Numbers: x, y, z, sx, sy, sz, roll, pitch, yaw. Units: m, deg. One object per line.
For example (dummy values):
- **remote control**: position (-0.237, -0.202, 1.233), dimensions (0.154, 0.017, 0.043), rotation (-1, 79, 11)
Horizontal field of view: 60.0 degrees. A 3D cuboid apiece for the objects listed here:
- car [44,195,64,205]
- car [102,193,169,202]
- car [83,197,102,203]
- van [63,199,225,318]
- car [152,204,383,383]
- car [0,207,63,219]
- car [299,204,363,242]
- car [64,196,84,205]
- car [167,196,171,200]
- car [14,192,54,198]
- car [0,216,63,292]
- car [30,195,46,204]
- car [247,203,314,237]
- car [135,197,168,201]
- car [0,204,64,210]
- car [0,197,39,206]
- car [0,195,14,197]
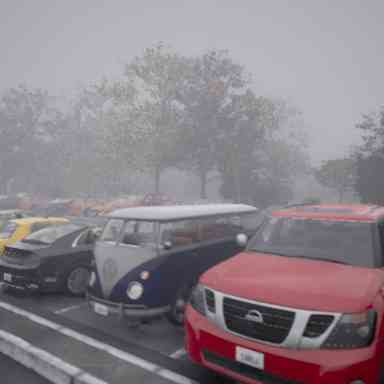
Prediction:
- **car**: position (-10.543, 1.302, 30.759), dimensions (2.097, 1.535, 5.008), rotation (1, 0, 36)
- **car**: position (-3.769, 1.126, 25.864), dimensions (2.435, 2.045, 5.566), rotation (1, 0, 36)
- **car**: position (-6.015, 1.353, 27.518), dimensions (2.097, 1.535, 5.008), rotation (1, 0, 36)
- **van**: position (-0.137, 1.268, 7.040), dimensions (1.878, 1.987, 4.442), rotation (1, 0, 36)
- **car**: position (2.175, 1.265, 5.488), dimensions (2.435, 2.045, 5.566), rotation (1, 0, 36)
- **car**: position (-4.483, 1.445, 10.535), dimensions (1.946, 1.575, 5.366), rotation (1, 0, 36)
- **car**: position (7.557, 1.494, 17.768), dimensions (2.097, 1.535, 5.008), rotation (1, 0, 36)
- **car**: position (-8.297, 1.202, 29.113), dimensions (2.185, 1.767, 4.553), rotation (1, 0, 36)
- **car**: position (0.788, 1.300, 22.663), dimensions (2.185, 1.767, 4.553), rotation (1, 0, 36)
- **car**: position (-15.081, 1.124, 33.987), dimensions (2.185, 1.767, 4.553), rotation (1, 0, 36)
- **car**: position (-2.335, 1.472, 8.755), dimensions (2.231, 1.521, 4.892), rotation (1, 0, 36)
- **car**: position (-12.800, 1.316, 32.391), dimensions (2.002, 1.452, 4.674), rotation (1, 0, 36)
- **car**: position (5.274, 1.501, 19.365), dimensions (2.163, 1.488, 4.792), rotation (1, 0, 36)
- **car**: position (-1.490, 1.403, 24.269), dimensions (2.231, 1.521, 4.892), rotation (1, 0, 36)
- **car**: position (-6.848, 1.426, 12.013), dimensions (2.231, 1.521, 4.892), rotation (1, 0, 36)
- **car**: position (-9.130, 1.277, 13.607), dimensions (2.185, 1.767, 4.553), rotation (1, 0, 36)
- **car**: position (-17.339, 0.972, 35.613), dimensions (2.435, 2.045, 5.566), rotation (1, 0, 36)
